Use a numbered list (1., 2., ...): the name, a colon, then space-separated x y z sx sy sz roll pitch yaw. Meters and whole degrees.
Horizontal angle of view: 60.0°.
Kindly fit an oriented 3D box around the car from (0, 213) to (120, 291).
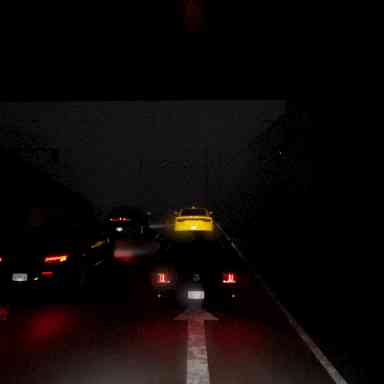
1. car: -3.418 1.526 8.913 1.812 1.442 4.674 0 0 0

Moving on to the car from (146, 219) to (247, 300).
1. car: 0.085 1.601 8.322 1.895 1.301 4.718 0 0 0

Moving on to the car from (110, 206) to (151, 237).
1. car: -3.414 1.505 18.072 1.837 1.490 4.892 0 0 0

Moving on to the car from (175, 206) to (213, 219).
1. car: 0.087 1.478 17.665 1.882 1.535 5.008 0 0 0
